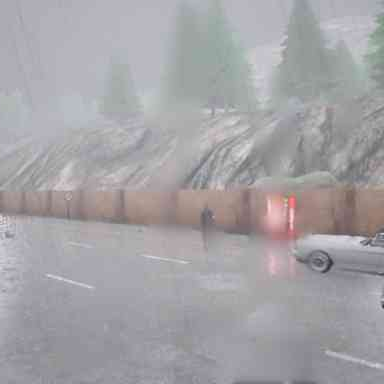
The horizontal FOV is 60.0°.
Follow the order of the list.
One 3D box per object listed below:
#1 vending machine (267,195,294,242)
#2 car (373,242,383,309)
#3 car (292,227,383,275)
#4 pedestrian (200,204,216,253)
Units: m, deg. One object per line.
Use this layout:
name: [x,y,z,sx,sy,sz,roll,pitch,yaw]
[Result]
vending machine: [4.195,1.195,15.698,0.880,2.100,1.100,0,0,37]
car: [5.292,1.601,4.516,4.718,1.301,1.895,0,0,35]
car: [5.216,1.600,8.894,4.718,1.301,1.895,0,0,36]
pedestrian: [0.557,1.293,12.348,0.375,1.860,0.375,0,0,38]
